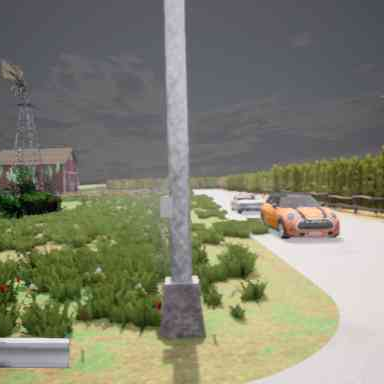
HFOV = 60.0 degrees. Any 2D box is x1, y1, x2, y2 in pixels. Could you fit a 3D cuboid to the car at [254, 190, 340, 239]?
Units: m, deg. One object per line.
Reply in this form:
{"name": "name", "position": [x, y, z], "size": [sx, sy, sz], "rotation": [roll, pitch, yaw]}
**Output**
{"name": "car", "position": [4.309, 0.834, 13.986], "size": [2.097, 1.767, 4.553], "rotation": [-2, 2, -2]}

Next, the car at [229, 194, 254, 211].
{"name": "car", "position": [3.949, 0.803, 24.226], "size": [1.895, 1.301, 4.718], "rotation": [-2, 2, -2]}
